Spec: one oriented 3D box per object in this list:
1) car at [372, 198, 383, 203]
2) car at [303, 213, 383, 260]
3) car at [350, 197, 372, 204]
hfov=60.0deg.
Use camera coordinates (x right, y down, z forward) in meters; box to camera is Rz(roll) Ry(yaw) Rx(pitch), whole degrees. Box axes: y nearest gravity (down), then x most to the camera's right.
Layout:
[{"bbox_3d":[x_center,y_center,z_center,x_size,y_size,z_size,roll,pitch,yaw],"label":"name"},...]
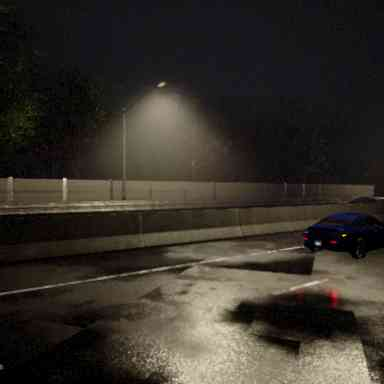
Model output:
[{"bbox_3d":[26.319,1.538,44.235,4.181,1.385,1.994,0,0,-35],"label":"car"},{"bbox_3d":[6.057,1.508,12.387,4.674,1.442,1.812,0,0,-36],"label":"car"},{"bbox_3d":[24.367,1.452,47.141,5.008,1.535,1.882,0,0,-35],"label":"car"}]
